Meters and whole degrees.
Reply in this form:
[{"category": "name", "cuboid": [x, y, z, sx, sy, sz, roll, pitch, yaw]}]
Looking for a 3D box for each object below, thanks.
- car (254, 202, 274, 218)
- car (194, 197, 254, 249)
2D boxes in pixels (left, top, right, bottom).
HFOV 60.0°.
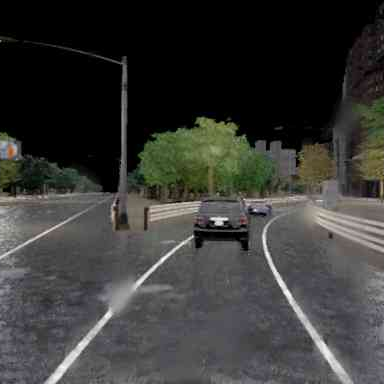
[{"category": "car", "cuboid": [6.427, 1.599, 31.310, 1.994, 1.385, 4.181, 0, 0, 22]}, {"category": "car", "cuboid": [1.503, 1.234, 14.846, 2.150, 2.045, 5.566, 0, 0, 11]}]
